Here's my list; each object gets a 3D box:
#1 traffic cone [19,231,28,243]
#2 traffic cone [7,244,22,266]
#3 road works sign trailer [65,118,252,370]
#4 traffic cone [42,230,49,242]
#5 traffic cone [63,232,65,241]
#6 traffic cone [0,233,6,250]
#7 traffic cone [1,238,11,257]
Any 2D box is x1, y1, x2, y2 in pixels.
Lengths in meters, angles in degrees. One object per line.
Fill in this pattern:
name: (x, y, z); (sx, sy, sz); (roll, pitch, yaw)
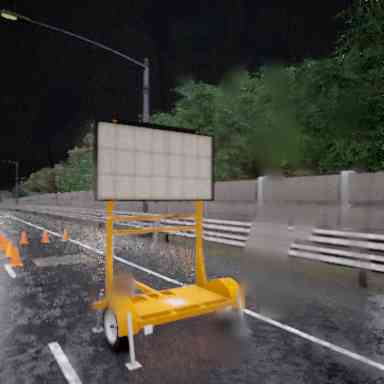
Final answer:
traffic cone: (-8.403, 2.245, 16.614); (0.340, 0.580, 0.340); (1, -2, -34)
traffic cone: (-5.869, 2.135, 11.085); (0.340, 0.580, 0.340); (1, -1, -34)
road works sign trailer: (-0.705, 0.569, 6.152); (2.380, 3.560, 2.880); (1, -1, -34)
traffic cone: (-7.574, 2.259, 17.174); (0.340, 0.580, 0.340); (1, -2, -34)
traffic cone: (-6.746, 2.273, 17.735); (0.340, 0.580, 0.340); (1, -2, -34)
traffic cone: (-8.110, 2.198, 14.397); (0.340, 0.580, 0.340); (1, -1, -34)
traffic cone: (-6.989, 2.166, 12.741); (0.340, 0.580, 0.340); (1, -1, -34)
